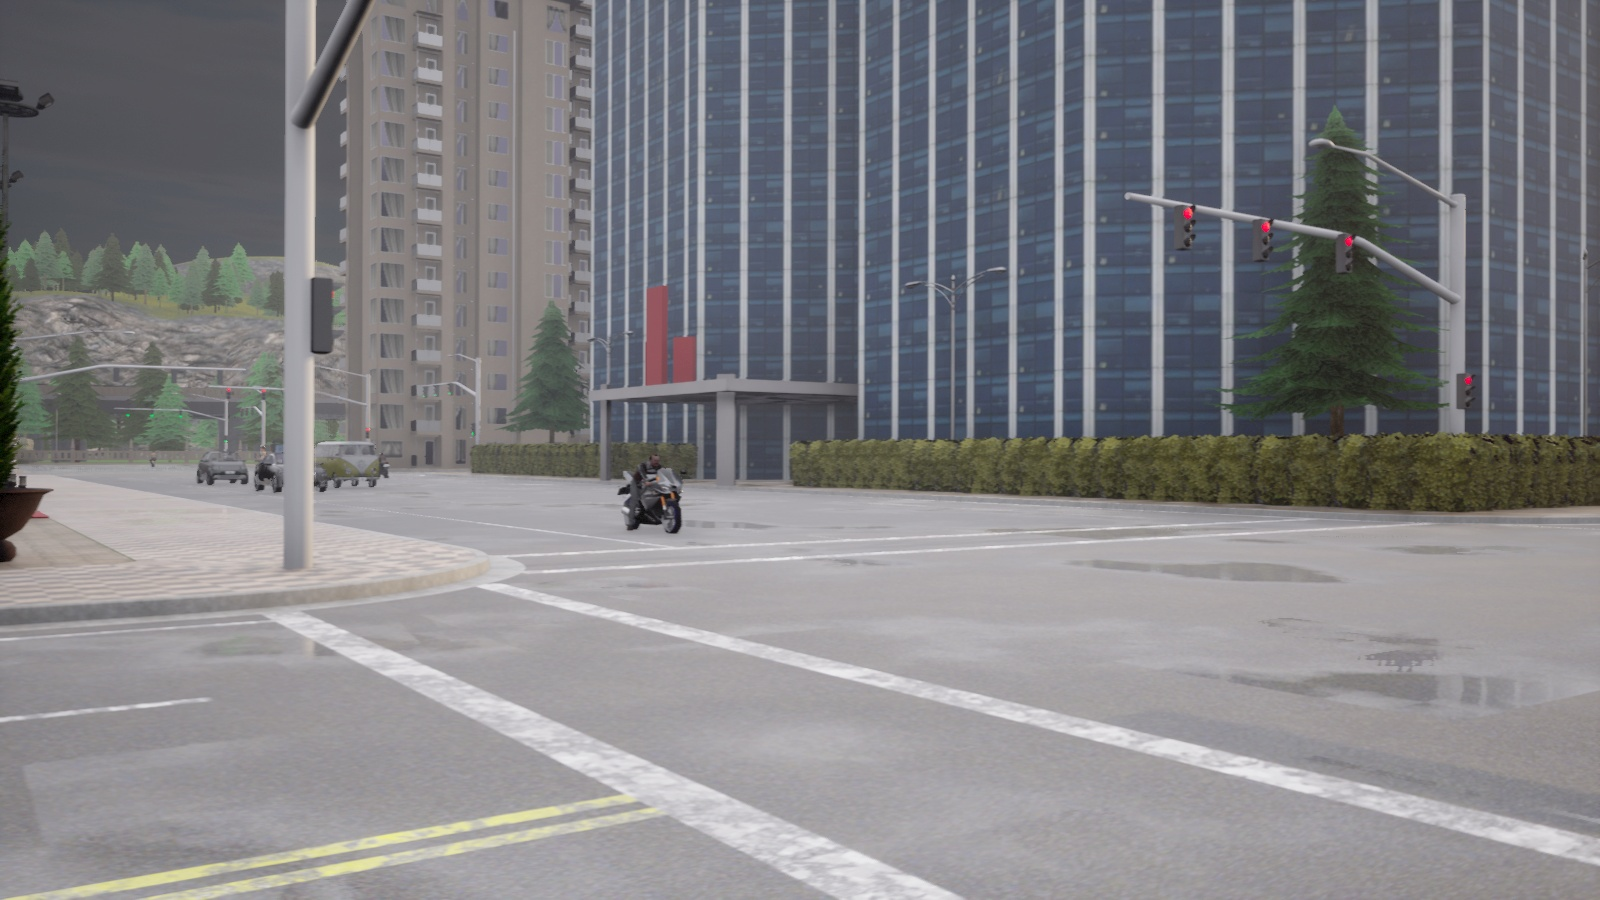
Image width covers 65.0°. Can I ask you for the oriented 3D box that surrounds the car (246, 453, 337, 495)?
[{"bbox_3d":[-19.274,0.876,47.435,2.128,1.511,4.902,0,0,-35],"label":"car"}]

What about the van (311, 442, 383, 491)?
[{"bbox_3d":[-19.375,0.693,53.649,1.775,1.987,4.442,0,0,-35],"label":"van"}]

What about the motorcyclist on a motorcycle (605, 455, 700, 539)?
[{"bbox_3d":[-2.858,0.863,24.174,0.866,1.530,2.191,0,0,-35],"label":"motorcyclist on a motorcycle"}]

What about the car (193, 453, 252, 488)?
[{"bbox_3d":[-26.629,0.939,57.857,1.789,1.549,3.705,0,0,-35],"label":"car"}]
